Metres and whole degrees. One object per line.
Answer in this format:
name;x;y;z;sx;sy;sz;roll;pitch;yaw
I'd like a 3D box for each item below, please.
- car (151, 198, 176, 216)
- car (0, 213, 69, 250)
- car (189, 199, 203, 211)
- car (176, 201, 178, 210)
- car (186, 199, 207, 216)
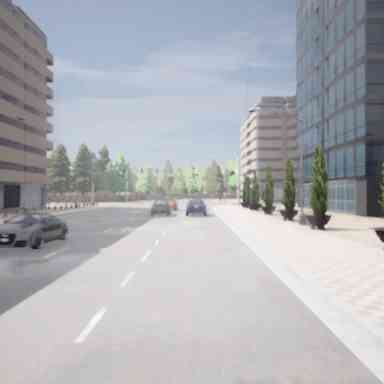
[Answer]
car;-3.065;1.612;33.925;2.128;1.511;4.902;0;0;1
car;-6.959;1.605;14.402;1.994;1.385;4.181;0;0;1
car;0.527;1.667;43.758;1.837;1.490;4.892;0;0;1
car;-2.975;1.506;43.683;2.097;1.767;4.553;0;0;1
car;0.442;1.477;34.074;2.097;1.767;4.553;0;0;1
